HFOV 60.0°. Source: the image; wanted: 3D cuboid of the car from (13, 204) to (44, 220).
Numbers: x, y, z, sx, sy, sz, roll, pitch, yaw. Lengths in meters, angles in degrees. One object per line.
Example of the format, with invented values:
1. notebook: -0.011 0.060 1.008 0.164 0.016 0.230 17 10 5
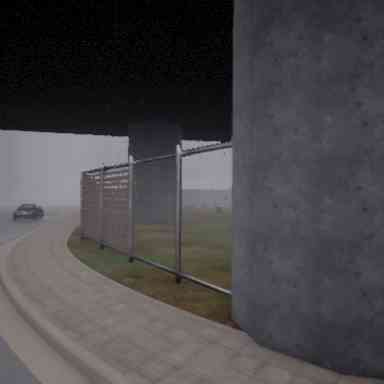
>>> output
1. car: -14.788 1.778 30.216 1.994 1.385 4.181 1 -1 -15
